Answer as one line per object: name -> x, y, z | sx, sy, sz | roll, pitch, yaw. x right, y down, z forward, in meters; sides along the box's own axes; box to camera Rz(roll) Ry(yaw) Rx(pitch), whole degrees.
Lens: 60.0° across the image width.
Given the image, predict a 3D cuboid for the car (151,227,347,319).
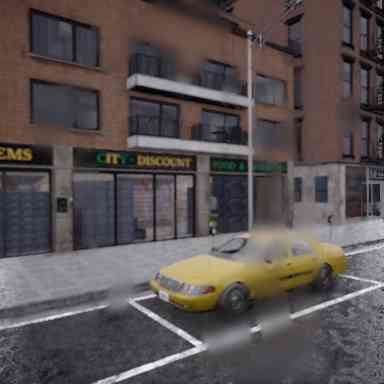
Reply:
car -> 1.469, 1.484, 7.250 | 4.829, 1.417, 1.752 | -1, 0, -35
